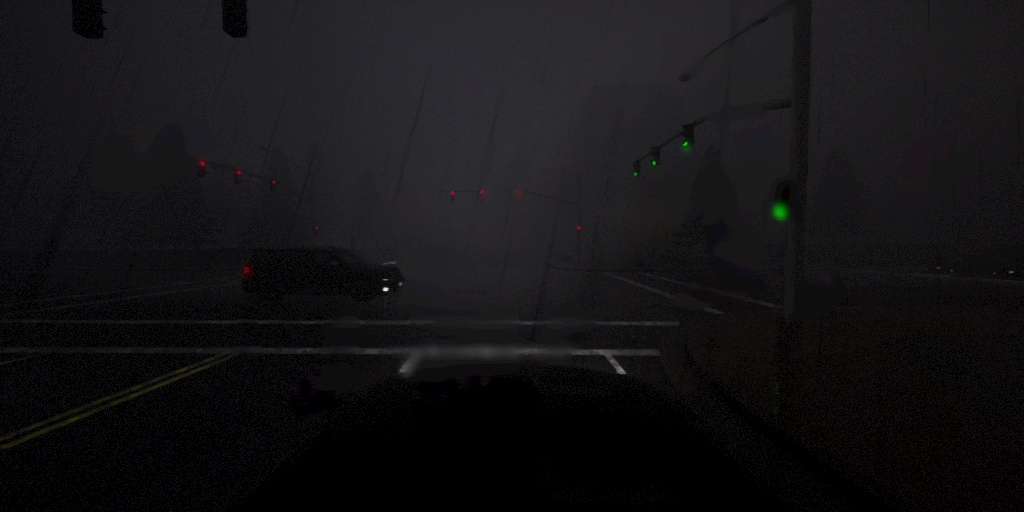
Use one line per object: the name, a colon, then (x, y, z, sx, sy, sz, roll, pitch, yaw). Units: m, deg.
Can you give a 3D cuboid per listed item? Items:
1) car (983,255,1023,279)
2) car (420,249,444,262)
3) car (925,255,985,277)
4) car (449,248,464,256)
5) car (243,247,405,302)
car: (30.156, 0.722, 20.201, 4.181, 1.385, 1.994, 0, 2, 1)
car: (-9.641, -0.111, 43.598, 2.033, 1.411, 5.357, 0, 2, 1)
car: (30.204, 0.606, 23.698, 4.181, 1.385, 1.994, 0, 2, 1)
car: (-9.367, -0.696, 61.114, 2.033, 1.411, 5.357, 0, 2, 1)
car: (-6.965, 0.697, 13.551, 5.566, 2.045, 2.150, 0, 2, 1)
